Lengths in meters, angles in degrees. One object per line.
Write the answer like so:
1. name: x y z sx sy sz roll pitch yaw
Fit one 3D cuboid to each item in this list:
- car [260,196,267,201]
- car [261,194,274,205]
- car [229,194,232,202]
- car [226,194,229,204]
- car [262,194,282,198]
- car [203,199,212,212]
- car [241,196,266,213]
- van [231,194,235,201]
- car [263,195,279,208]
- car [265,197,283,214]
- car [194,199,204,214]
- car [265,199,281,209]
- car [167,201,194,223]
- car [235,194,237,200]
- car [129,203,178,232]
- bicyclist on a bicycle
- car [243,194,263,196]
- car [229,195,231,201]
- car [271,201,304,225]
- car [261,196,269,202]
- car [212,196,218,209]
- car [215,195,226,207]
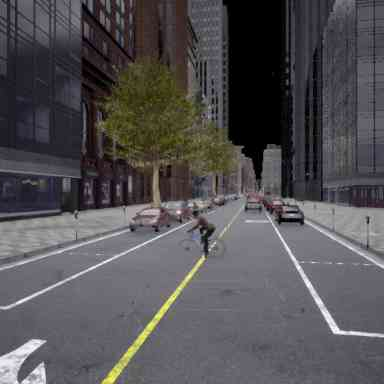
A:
1. car: 19.463 1.735 90.645 1.887 1.381 4.507 0 0 11
2. car: 14.283 1.403 62.932 2.192 1.841 5.009 0 0 11
3. car: 6.940 1.683 70.050 1.802 1.307 4.206 0 0 11
4. car: 4.868 1.390 58.964 2.192 1.841 5.009 0 0 11
5. car: 10.137 1.355 40.761 2.192 1.841 5.009 0 0 11
6. car: 0.691 1.554 36.622 1.752 1.417 4.829 0 0 11
7. car: 7.076 1.526 38.373 2.128 1.511 4.902 0 0 11
8. van: 9.012 1.484 81.138 1.690 1.788 3.998 0 0 11
9. car: 12.210 1.379 51.846 2.192 1.841 5.009 0 0 11
10. car: 9.100 1.574 35.217 1.887 1.381 4.507 0 0 11
11. car: -0.315 1.602 31.247 1.802 1.307 4.206 0 0 11
12. car: 11.173 1.617 46.302 1.947 1.339 4.313 0 0 11
13. car: -1.351 1.453 25.703 1.967 1.590 4.097 0 0 11
14. car: 10.049 1.607 86.681 1.967 1.590 4.097 0 0 11
15. car: -2.387 1.589 20.160 1.802 1.307 4.206 0 0 11
16. bicyclist on a bicycle: 0.304 1.456 11.263 1.656 1.620 0.582 -2 0 11
17. car: 8.967 1.276 48.476 2.150 2.045 5.566 0 0 11
18. car: 5.904 1.653 64.508 1.947 1.339 4.313 0 0 11
19. car: 7.028 1.579 24.131 1.947 1.339 4.313 0 0 11
20. car: 17.390 1.726 79.558 1.802 1.307 4.206 0 0 11
21. car: 1.758 1.605 42.334 1.947 1.339 4.313 0 0 11
22. car: 3.831 1.608 53.420 1.887 1.381 4.507 0 0 11
